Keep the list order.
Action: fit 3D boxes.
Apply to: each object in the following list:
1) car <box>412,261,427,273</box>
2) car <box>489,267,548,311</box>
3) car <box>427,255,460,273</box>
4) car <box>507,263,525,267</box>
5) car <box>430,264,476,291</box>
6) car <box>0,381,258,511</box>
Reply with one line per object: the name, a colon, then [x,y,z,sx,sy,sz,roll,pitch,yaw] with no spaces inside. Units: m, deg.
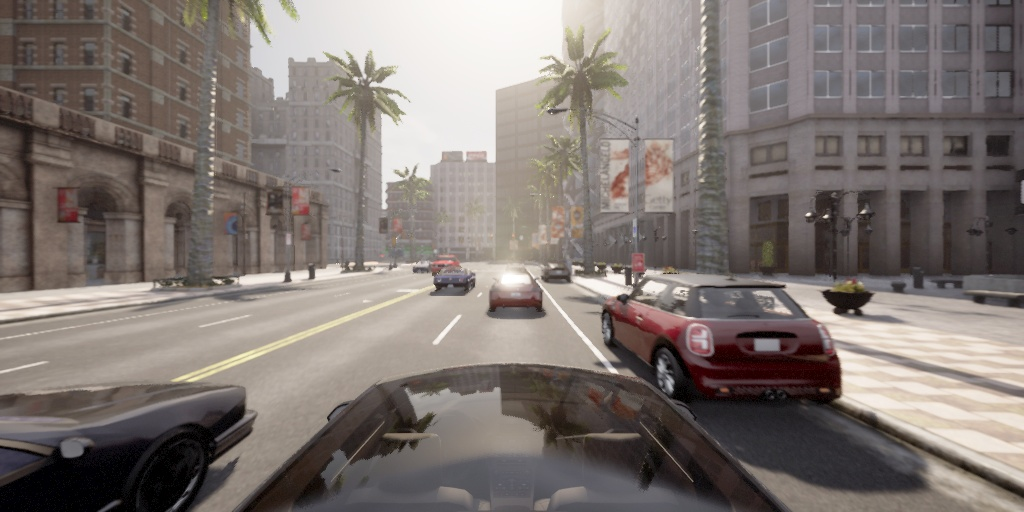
car: [-10.140,1.235,42.106,2.033,1.411,5.357,0,0,1]
car: [0.159,1.294,14.360,1.994,1.385,4.181,0,0,1]
car: [-6.745,0.919,36.994,2.150,2.045,5.566,0,0,1]
car: [0.357,1.303,32.002,1.895,1.301,4.718,0,0,1]
car: [-3.262,1.320,21.399,1.895,1.301,4.718,0,0,1]
car: [-3.397,1.298,1.006,2.033,1.411,5.357,0,0,0]
